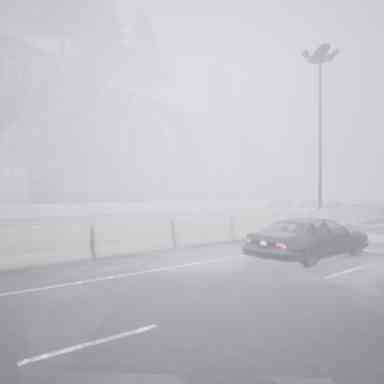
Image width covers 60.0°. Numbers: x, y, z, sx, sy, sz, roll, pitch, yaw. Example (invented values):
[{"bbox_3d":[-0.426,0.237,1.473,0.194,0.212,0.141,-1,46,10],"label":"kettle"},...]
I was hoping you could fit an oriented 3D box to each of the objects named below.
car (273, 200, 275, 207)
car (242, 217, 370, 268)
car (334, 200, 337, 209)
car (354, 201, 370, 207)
[{"bbox_3d":[13.335,1.671,49.983,2.033,1.411,5.357,0,0,41],"label":"car"},{"bbox_3d":[4.086,1.577,11.487,5.357,1.411,2.033,0,0,-39],"label":"car"},{"bbox_3d":[19.958,1.719,47.044,1.895,1.301,4.718,0,0,40],"label":"car"},{"bbox_3d":[23.470,1.594,45.835,1.882,1.535,5.008,0,0,39],"label":"car"}]
